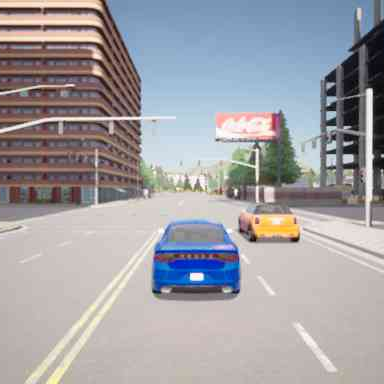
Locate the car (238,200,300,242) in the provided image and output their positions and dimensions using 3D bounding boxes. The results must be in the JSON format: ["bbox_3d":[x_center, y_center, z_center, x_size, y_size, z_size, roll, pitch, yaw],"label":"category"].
[{"bbox_3d":[3.471,1.238,15.775,2.097,1.767,4.553,0,0,0],"label":"car"}]

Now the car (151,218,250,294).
[{"bbox_3d":[0.084,1.415,8.687,1.882,1.535,5.008,0,0,0],"label":"car"}]
